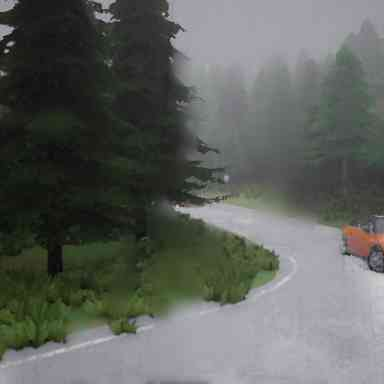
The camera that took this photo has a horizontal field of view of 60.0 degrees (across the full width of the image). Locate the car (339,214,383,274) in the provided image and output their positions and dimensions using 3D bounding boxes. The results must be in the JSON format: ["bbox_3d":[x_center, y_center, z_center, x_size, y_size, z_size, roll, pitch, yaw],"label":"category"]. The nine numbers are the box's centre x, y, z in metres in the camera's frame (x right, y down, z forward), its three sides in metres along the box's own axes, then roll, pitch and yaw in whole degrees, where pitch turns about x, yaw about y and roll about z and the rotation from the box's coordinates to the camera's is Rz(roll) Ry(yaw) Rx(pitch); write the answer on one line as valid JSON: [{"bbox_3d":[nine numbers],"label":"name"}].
[{"bbox_3d":[6.604,1.588,10.993,2.097,1.767,4.553,3,-1,7],"label":"car"}]

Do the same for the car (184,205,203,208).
[{"bbox_3d":[-0.596,0.437,30.214,2.097,1.767,4.553,0,5,-24],"label":"car"}]
